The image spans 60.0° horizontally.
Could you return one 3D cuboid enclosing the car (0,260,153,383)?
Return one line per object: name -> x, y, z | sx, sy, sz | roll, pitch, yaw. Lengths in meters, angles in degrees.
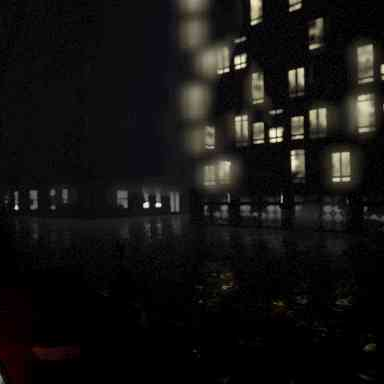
car -> -2.402, 1.625, 4.595 | 4.206, 1.307, 1.802 | -1, -1, 35
